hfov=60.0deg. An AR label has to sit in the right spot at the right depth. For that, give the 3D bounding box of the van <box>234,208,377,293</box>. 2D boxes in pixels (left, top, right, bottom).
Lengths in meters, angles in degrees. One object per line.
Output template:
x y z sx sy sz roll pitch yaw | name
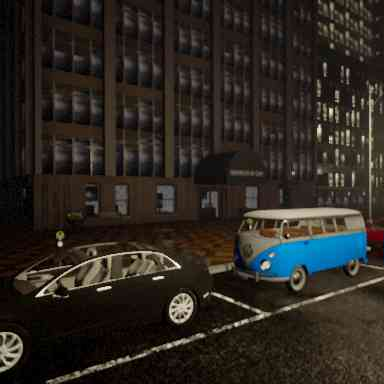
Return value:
2.843 1.332 8.574 3.998 1.788 1.690 0 0 -35 | van

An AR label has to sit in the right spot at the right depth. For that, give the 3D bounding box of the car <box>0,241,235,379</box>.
-1.660 1.549 5.377 4.403 1.369 2.008 0 0 -35 | car

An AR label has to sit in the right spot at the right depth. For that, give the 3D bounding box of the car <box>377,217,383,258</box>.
7.347 1.528 11.771 4.507 1.381 1.887 0 0 -35 | car
